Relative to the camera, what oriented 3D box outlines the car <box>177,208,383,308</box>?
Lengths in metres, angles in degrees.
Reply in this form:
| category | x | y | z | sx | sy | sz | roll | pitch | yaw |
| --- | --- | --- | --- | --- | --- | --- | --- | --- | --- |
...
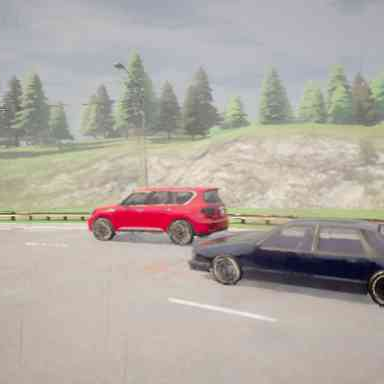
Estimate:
| category | x | y | z | sx | sy | sz | roll | pitch | yaw |
| --- | --- | --- | --- | --- | --- | --- | --- | --- | --- |
| car | 2.577 | 1.245 | 6.920 | 5.357 | 1.411 | 2.033 | 0 | 2 | 30 |

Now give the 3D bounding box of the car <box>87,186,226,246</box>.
| category | x | y | z | sx | sy | sz | roll | pitch | yaw |
| --- | --- | --- | --- | --- | --- | --- | --- | --- | --- |
| car | -1.380 | 0.829 | 12.923 | 5.566 | 2.045 | 2.150 | -1 | 1 | 23 |
